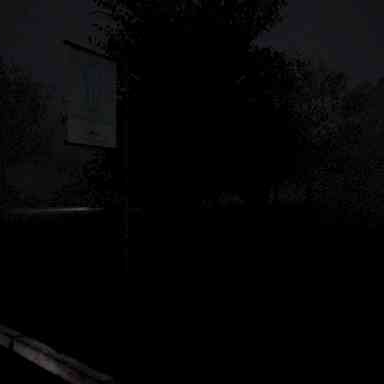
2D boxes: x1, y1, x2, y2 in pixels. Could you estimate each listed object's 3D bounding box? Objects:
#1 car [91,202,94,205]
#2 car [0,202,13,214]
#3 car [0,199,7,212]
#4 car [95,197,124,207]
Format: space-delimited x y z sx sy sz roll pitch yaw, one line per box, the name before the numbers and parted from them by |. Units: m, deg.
car | -12.631 1.453 49.273 2.128 1.511 4.902 0 0 38
car | -20.818 1.601 33.336 1.895 1.301 4.718 0 0 39
car | -23.029 1.525 36.172 1.812 1.442 4.674 0 0 39
car | -10.560 1.567 46.221 1.895 1.301 4.718 0 0 38
